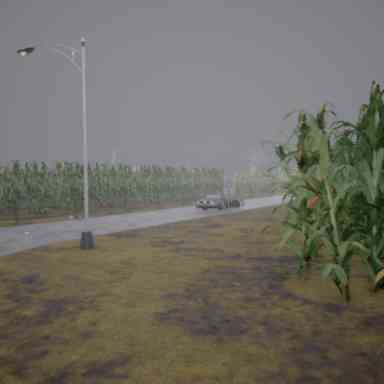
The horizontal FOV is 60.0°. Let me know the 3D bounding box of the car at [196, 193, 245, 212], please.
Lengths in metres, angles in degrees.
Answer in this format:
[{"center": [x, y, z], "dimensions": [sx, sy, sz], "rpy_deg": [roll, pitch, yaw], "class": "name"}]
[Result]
[{"center": [2.424, 0.774, 27.365], "dimensions": [2.033, 1.411, 5.357], "rpy_deg": [0, 2, 35], "class": "car"}]
